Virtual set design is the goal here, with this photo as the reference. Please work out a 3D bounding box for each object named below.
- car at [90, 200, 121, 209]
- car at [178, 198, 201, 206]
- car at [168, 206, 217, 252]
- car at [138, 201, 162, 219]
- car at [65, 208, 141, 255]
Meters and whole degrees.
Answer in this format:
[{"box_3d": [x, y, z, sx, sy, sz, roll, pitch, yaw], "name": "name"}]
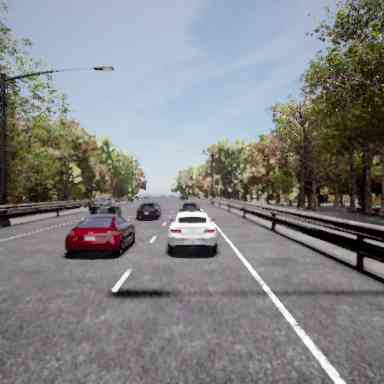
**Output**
[{"box_3d": [-7.199, 1.426, 28.100, 2.128, 1.511, 4.902, 4, -3, -1], "name": "car"}, {"box_3d": [-0.211, 1.537, 29.123, 1.812, 1.442, 4.674, 0, 0, -1], "name": "car"}, {"box_3d": [0.010, 1.523, 13.839, 1.812, 1.442, 4.674, 0, 0, 0], "name": "car"}, {"box_3d": [-3.711, 1.537, 29.109, 1.812, 1.442, 4.674, 0, 0, -1], "name": "car"}, {"box_3d": [-3.488, 1.562, 13.354, 1.994, 1.385, 4.181, 0, 0, 0], "name": "car"}]
